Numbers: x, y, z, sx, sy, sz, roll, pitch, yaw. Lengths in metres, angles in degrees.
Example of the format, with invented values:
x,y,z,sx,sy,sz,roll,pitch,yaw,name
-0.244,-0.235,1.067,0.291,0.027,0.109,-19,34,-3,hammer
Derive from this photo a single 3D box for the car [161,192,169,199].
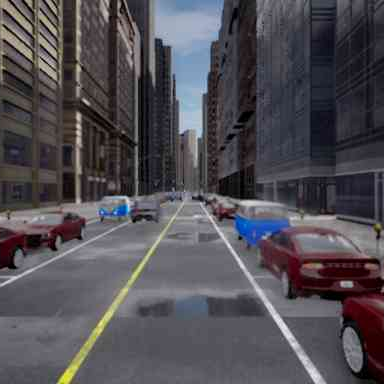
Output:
x,y,z,sx,sy,sz,roll,pitch,yaw,name
-5.775,1.011,58.579,2.192,1.841,5.009,0,0,0,car

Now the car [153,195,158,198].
x,y,z,sx,sy,sz,roll,pitch,yaw,name
-5.771,1.348,41.775,1.947,1.339,4.313,0,0,0,car

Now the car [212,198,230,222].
x,y,z,sx,sy,sz,roll,pitch,yaw,name
2.759,1.414,24.982,1.887,1.381,4.507,0,0,0,car

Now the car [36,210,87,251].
x,y,z,sx,sy,sz,roll,pitch,yaw,name
-5.763,1.472,13.767,1.887,1.381,4.507,0,0,0,car

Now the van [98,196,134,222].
x,y,z,sx,sy,sz,roll,pitch,yaw,name
-5.766,1.211,24.969,1.690,1.788,3.998,0,0,0,van

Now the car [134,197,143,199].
x,y,z,sx,sy,sz,roll,pitch,yaw,name
-5.768,1.422,30.571,1.802,1.307,4.206,0,0,0,car

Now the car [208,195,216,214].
x,y,z,sx,sy,sz,roll,pitch,yaw,name
2.758,1.280,30.583,1.967,1.590,4.097,0,0,0,car

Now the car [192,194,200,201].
x,y,z,sx,sy,sz,roll,pitch,yaw,name
0.820,1.125,74.047,1.837,1.490,4.892,0,0,0,car

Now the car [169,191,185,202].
x,y,z,sx,sy,sz,roll,pitch,yaw,name
-3.033,0.886,65.131,2.150,2.045,5.566,0,0,0,car

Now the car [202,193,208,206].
x,y,z,sx,sy,sz,roll,pitch,yaw,name
2.752,1.298,47.390,1.887,1.381,4.507,0,0,0,car

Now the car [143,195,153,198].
x,y,z,sx,sy,sz,roll,pitch,yaw,name
-5.769,1.252,36.173,1.967,1.590,4.097,0,0,0,car

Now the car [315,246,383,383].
x,y,z,sx,sy,sz,roll,pitch,yaw,name
2.765,1.531,2.574,1.887,1.381,4.507,0,0,0,car

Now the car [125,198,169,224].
x,y,z,sx,sy,sz,roll,pitch,yaw,name
-3.107,1.421,24.105,2.033,1.411,5.357,0,0,0,car

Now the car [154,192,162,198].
x,y,z,sx,sy,sz,roll,pitch,yaw,name
-5.773,1.194,47.376,1.967,1.590,4.097,0,0,0,car

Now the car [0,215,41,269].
x,y,z,sx,sy,sz,roll,pitch,yaw,name
-5.762,1.502,8.164,1.887,1.381,4.507,0,0,0,car

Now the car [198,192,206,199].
x,y,z,sx,sy,sz,roll,pitch,yaw,name
2.740,0.851,92.205,2.192,1.841,5.009,0,0,0,car

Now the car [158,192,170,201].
x,y,z,sx,sy,sz,roll,pitch,yaw,name
-5.778,0.955,69.782,2.192,1.841,5.009,0,0,0,car

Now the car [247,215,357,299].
x,y,z,sx,sy,sz,roll,pitch,yaw,name
2.763,1.501,8.175,1.887,1.381,4.507,0,0,0,car

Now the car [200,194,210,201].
x,y,z,sx,sy,sz,roll,pitch,yaw,name
2.746,1.206,69.798,1.947,1.339,4.313,0,0,0,car

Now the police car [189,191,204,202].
x,y,z,sx,sy,sz,roll,pitch,yaw,name
0.841,1.094,64.153,1.930,1.638,5.238,0,0,0,police car

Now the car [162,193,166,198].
x,y,z,sx,sy,sz,roll,pitch,yaw,name
-5.775,1.291,52.978,1.947,1.339,4.313,0,0,0,car

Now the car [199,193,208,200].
x,y,z,sx,sy,sz,roll,pitch,yaw,name
2.743,1.027,81.002,1.967,1.590,4.097,0,0,0,car

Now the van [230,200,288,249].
x,y,z,sx,sy,sz,roll,pitch,yaw,name
2.763,1.269,13.776,1.690,1.788,3.998,0,0,0,van

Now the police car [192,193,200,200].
x,y,z,sx,sy,sz,roll,pitch,yaw,name
0.878,1.016,80.156,1.930,1.638,5.238,0,0,0,police car

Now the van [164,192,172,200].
x,y,z,sx,sy,sz,roll,pitch,yaw,name
-5.782,0.928,80.985,1.690,1.788,3.998,0,0,0,van

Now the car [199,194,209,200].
x,y,z,sx,sy,sz,roll,pitch,yaw,name
2.744,1.164,75.400,2.008,1.369,4.403,0,0,0,car
